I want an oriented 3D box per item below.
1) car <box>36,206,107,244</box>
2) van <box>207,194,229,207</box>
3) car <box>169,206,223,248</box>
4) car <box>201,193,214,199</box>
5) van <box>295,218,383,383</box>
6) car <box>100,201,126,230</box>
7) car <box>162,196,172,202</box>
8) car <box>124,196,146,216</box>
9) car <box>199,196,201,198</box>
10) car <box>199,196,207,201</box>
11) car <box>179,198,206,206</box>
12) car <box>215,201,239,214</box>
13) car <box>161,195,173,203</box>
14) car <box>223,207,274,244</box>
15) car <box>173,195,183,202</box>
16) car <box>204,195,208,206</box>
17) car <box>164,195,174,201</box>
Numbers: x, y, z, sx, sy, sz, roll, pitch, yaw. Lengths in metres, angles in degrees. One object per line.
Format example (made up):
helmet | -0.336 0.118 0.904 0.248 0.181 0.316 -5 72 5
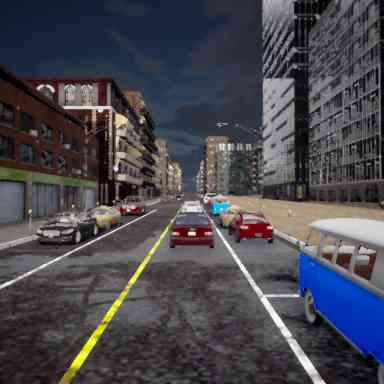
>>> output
car | -5.679 1.554 15.590 2.008 1.369 4.403 1 0 0
van | 2.704 1.351 32.300 1.690 1.788 3.998 1 0 0
car | 0.000 1.567 14.651 2.033 1.411 5.357 0 0 0
car | 3.106 1.250 55.387 2.150 2.045 5.566 0 0 0
van | 2.705 1.341 4.451 1.690 1.788 3.998 1 0 0
car | -5.679 1.530 20.991 1.752 1.417 4.829 1 0 0
car | -5.679 1.600 76.858 1.947 1.339 4.313 1 0 0
car | -5.676 1.324 32.300 2.192 1.841 5.009 1 0 0
car | 2.701 1.576 71.287 1.887 1.381 4.507 1 0 0
car | 2.701 1.589 82.426 2.008 1.369 4.403 1 0 0
car | 0.000 1.542 29.653 1.812 1.442 4.674 0 0 0
car | 2.702 1.530 21.329 1.752 1.417 4.829 1 0 0
car | -5.679 1.576 71.288 1.887 1.381 4.507 1 0 0
car | 2.701 1.585 15.589 1.802 1.307 4.206 1 0 0
car | -3.000 1.511 75.941 1.812 1.442 4.674 0 0 0
car | 3.148 1.543 48.356 1.812 1.442 4.674 0 0 0
car | -5.678 1.478 82.428 1.967 1.590 4.097 1 0 0
